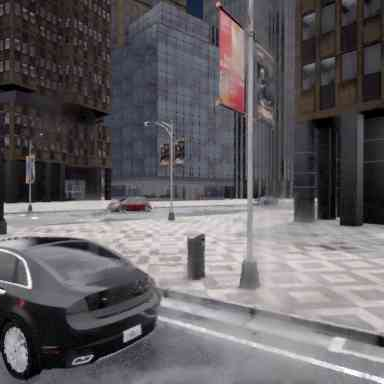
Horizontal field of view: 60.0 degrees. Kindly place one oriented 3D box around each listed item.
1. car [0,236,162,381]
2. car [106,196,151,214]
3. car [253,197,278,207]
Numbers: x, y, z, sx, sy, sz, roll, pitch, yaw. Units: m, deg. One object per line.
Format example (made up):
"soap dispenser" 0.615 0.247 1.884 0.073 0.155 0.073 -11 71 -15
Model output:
"car" -2.733 1.503 5.498 4.892 1.490 1.837 0 0 34
"car" -6.566 1.295 34.540 4.553 1.767 2.097 0 0 -41
"car" 10.911 1.459 49.824 4.902 1.511 2.128 0 0 -41
